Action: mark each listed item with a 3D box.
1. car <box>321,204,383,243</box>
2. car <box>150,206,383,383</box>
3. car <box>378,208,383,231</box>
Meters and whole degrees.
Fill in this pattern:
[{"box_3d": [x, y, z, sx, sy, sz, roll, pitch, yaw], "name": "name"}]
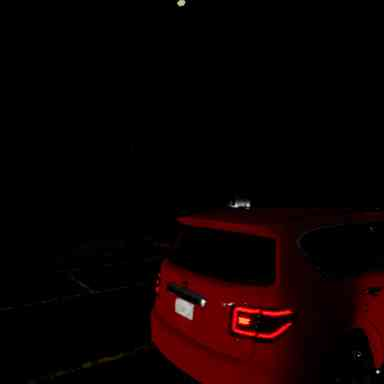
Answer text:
[{"box_3d": [8.456, 1.435, 16.440, 4.097, 1.590, 1.967, 0, -1, -35], "name": "car"}, {"box_3d": [2.105, 1.222, 4.816, 5.566, 2.045, 2.150, 0, 0, -35], "name": "car"}, {"box_3d": [13.005, 1.575, 19.682, 4.206, 1.307, 1.802, 0, -1, -35], "name": "car"}]
